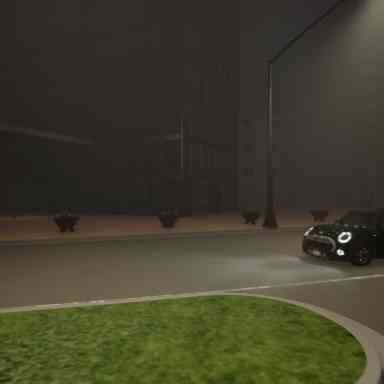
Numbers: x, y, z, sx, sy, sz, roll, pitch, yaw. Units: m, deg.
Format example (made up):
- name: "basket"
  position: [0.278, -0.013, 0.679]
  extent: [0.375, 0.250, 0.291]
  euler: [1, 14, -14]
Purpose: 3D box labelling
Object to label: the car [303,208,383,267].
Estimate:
- name: "car"
  position: [6.076, 1.352, 11.336]
  extent: [4.553, 1.767, 2.097]
  euler: [0, 0, -20]
